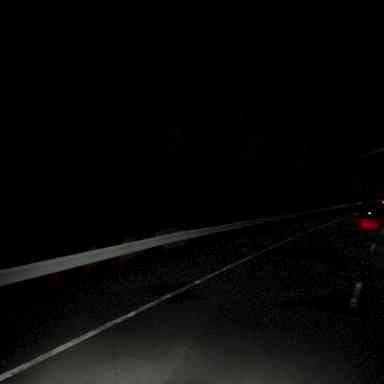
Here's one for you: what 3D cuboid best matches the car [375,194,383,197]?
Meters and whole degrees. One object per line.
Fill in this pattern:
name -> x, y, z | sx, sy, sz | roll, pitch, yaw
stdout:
car -> 22.194, 1.221, 38.079 | 2.150, 2.045, 5.566 | 0, 0, 36

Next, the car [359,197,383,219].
car -> 16.120, 1.505, 29.556 | 1.837, 1.490, 4.892 | 0, 0, 35
